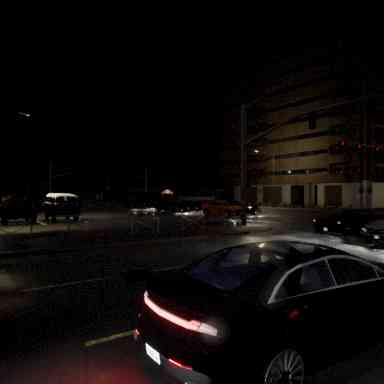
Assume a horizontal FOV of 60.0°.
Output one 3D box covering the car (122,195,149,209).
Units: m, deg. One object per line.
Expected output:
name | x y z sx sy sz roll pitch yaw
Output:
car | -8.454 1.533 47.659 1.882 1.535 5.008 0 0 -34

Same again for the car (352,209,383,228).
car | 9.304 1.538 14.655 4.674 1.442 1.812 1 0 -35

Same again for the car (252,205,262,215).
car | 4.727 1.603 34.535 2.033 1.411 5.357 0 0 -34

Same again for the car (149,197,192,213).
car | -2.603 1.603 39.067 2.033 1.411 5.357 0 0 -34

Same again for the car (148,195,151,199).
car | -6.240 1.560 50.632 1.837 1.490 4.892 0 0 -34

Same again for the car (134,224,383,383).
car | 1.594 1.492 4.879 4.902 1.511 2.128 0 0 -34

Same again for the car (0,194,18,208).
car | -31.421 1.209 56.553 1.932 1.855 4.605 0 0 -34

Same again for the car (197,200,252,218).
car | 2.932 1.533 30.957 1.882 1.535 5.008 0 0 -34

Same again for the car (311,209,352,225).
car | 8.738 1.624 18.527 4.718 1.301 1.895 0 0 -35

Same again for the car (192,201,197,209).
car | -0.675 1.656 42.454 1.895 1.301 4.718 0 0 -34

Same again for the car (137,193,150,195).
car | -10.431 1.277 69.498 2.150 2.045 5.566 0 0 -34
